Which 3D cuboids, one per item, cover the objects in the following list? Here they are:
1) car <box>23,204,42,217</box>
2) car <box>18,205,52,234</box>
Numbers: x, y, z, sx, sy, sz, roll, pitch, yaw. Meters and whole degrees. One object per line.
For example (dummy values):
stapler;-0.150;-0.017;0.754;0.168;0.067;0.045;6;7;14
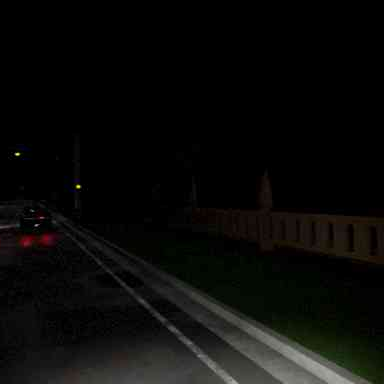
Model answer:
car;-19.524;2.236;40.752;1.994;1.385;4.181;-2;0;-26
car;-10.610;1.858;22.599;2.128;1.511;4.902;-2;0;-26
